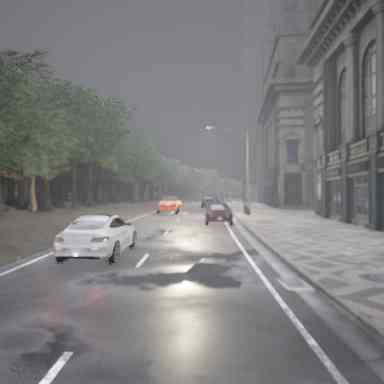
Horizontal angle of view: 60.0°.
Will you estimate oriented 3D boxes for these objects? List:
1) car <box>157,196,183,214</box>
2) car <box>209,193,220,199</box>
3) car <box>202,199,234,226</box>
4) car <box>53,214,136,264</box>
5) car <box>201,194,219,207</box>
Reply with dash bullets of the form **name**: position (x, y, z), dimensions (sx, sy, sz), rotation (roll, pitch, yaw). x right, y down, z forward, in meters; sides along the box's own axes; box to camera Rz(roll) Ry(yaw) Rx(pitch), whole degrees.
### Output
- **car**: position (-2.148, 1.205, 33.506), dimensions (2.097, 1.767, 4.553), rotation (0, 0, 4)
- **car**: position (4.122, 1.241, 62.987), dimensions (2.150, 2.045, 5.566), rotation (0, -1, 8)
- **car**: position (1.804, 1.428, 22.675), dimensions (1.812, 1.442, 4.674), rotation (0, 0, 3)
- **car**: position (-3.203, 1.497, 11.634), dimensions (1.812, 1.442, 4.674), rotation (0, 0, 1)
- **car**: position (2.334, 1.373, 46.346), dimensions (1.837, 1.490, 4.892), rotation (0, 0, 6)
